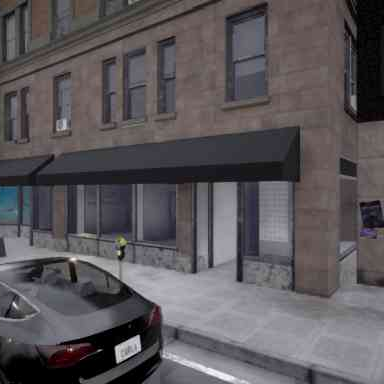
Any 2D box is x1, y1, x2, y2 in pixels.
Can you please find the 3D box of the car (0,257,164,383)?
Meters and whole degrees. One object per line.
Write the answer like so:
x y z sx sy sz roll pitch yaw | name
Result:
-2.314 1.566 4.451 4.313 1.339 1.947 0 0 35 | car
